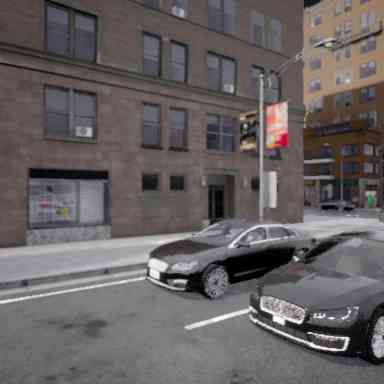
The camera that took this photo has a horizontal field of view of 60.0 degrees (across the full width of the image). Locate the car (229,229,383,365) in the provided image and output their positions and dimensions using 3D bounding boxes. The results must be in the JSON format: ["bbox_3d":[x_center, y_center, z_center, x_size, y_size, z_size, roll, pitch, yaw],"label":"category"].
[{"bbox_3d":[3.160,1.500,5.911,4.892,1.490,1.837,1,0,-35],"label":"car"}]

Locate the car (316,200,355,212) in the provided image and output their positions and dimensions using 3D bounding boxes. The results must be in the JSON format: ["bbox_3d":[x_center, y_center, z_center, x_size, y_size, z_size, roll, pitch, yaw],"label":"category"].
[{"bbox_3d":[16.501,1.537,38.419,1.947,1.339,4.313,0,0,-35],"label":"car"}]

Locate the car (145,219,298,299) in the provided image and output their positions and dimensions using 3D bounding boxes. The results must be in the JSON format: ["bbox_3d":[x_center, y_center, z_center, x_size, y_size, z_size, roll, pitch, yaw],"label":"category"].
[{"bbox_3d":[1.205,1.486,8.509,4.902,1.511,2.128,0,0,-35],"label":"car"}]
